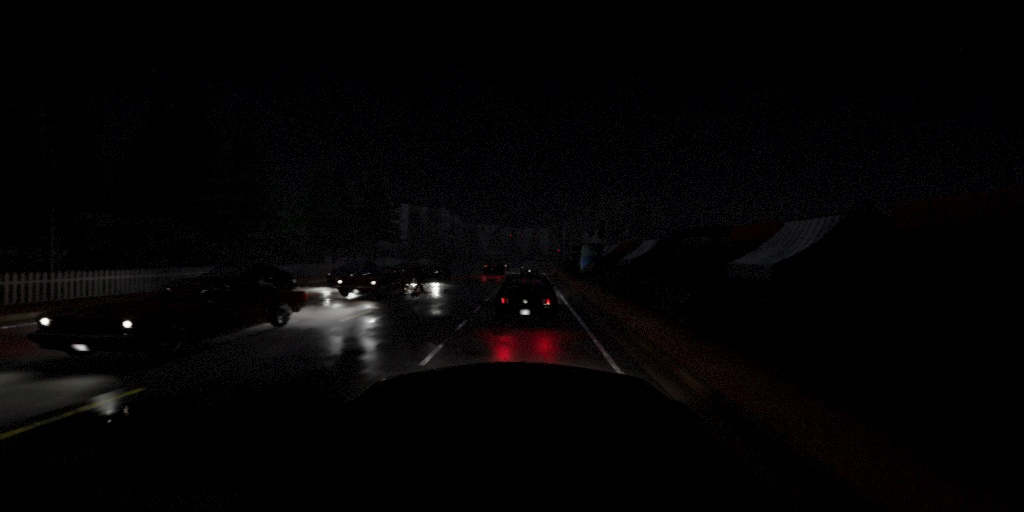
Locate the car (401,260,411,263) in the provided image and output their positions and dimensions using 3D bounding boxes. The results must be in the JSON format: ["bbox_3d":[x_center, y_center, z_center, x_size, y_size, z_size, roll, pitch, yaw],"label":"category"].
[{"bbox_3d":[-9.093,1.047,32.431,1.994,1.385,4.181,1,0,3],"label":"car"}]

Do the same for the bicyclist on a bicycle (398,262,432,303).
[{"bbox_3d":[-3.950,1.087,14.734,0.582,1.620,1.656,1,0,41],"label":"bicyclist on a bicycle"}]

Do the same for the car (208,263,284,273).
[{"bbox_3d":[-10.092,1.014,13.365,1.812,1.442,4.674,1,0,3],"label":"car"}]

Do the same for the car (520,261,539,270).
[{"bbox_3d":[1.865,1.263,37.685,1.812,1.442,4.674,1,0,3],"label":"car"}]

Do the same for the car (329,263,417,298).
[{"bbox_3d":[-6.405,1.172,17.170,1.895,1.301,4.718,1,0,3],"label":"car"}]

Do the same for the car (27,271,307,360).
[{"bbox_3d":[-6.879,1.175,8.015,1.895,1.301,4.718,1,0,3],"label":"car"}]

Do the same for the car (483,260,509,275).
[{"bbox_3d":[-1.751,1.131,36.485,1.882,1.535,5.008,1,0,4],"label":"car"}]

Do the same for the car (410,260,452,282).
[{"bbox_3d":[-5.877,1.094,27.112,1.812,1.442,4.674,1,0,3],"label":"car"}]

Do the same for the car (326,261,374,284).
[{"bbox_3d":[-9.623,1.012,22.452,1.812,1.442,4.674,1,0,3],"label":"car"}]

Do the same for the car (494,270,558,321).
[{"bbox_3d":[0.529,1.345,12.623,1.895,1.301,4.718,1,0,4],"label":"car"}]
